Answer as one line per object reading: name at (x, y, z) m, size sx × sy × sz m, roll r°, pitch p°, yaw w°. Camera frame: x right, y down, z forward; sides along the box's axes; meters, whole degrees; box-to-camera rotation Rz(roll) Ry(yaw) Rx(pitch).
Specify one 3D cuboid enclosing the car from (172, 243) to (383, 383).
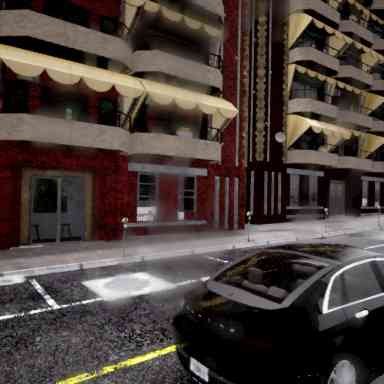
car at (2.041, 1.508, 4.735) m, size 4.892 × 1.490 × 1.837 m, roll 0°, pitch 0°, yaw -35°
